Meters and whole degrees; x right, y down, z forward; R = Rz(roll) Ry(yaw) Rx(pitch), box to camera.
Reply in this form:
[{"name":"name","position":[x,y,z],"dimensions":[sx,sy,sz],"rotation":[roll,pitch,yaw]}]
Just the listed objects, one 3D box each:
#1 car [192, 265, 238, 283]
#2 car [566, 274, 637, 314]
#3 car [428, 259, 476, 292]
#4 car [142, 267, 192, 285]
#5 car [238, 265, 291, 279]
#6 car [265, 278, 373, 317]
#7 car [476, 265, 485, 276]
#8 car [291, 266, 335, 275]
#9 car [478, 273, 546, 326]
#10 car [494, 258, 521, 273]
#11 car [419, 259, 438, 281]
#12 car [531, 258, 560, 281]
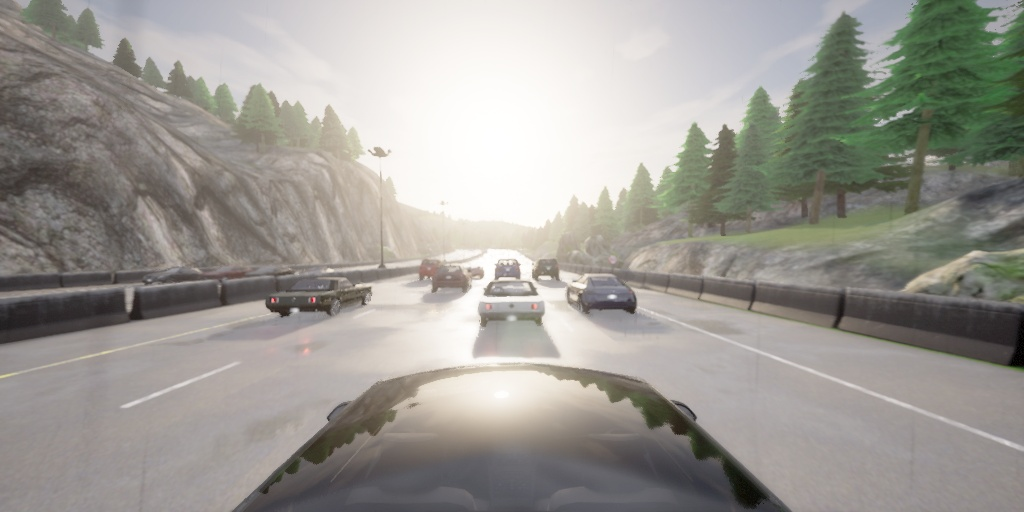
[{"name":"car","position":[-25.017,1.603,31.801],"dimensions":[1.882,1.535,5.008],"rotation":[0,-1,0]},{"name":"car","position":[3.416,1.392,14.341],"dimensions":[1.994,1.385,4.181],"rotation":[0,0,-1]},{"name":"car","position":[-3.737,1.288,23.106],"dimensions":[2.097,1.767,4.553],"rotation":[0,0,-1]},{"name":"car","position":[-28.510,1.661,30.506],"dimensions":[1.812,1.442,4.674],"rotation":[0,-1,0]},{"name":"car","position":[-21.520,1.585,32.121],"dimensions":[1.882,1.535,5.008],"rotation":[0,-1,-1]},{"name":"car","position":[-7.078,1.485,13.846],"dimensions":[1.895,1.301,4.718],"rotation":[0,0,-1]},{"name":"car","position":[-4.014,1.620,39.104],"dimensions":[1.994,1.385,4.181],"rotation":[0,0,-1]},{"name":"car","position":[-18.030,1.662,33.345],"dimensions":[1.994,1.385,4.181],"rotation":[0,-1,-1]},{"name":"car","position":[-0.044,1.430,12.021],"dimensions":[1.895,1.301,4.718],"rotation":[0,0,-1]},{"name":"car","position":[-0.370,1.197,30.742],"dimensions":[2.150,2.045,5.566],"rotation":[0,0,-1]},{"name":"car","position":[-7.440,1.268,34.702],"dimensions":[2.150,2.045,5.566],"rotation":[0,0,-1]},{"name":"car","position":[3.086,1.197,33.409],"dimensions":[2.150,2.045,5.566],"rotation":[0,0,-1]}]
